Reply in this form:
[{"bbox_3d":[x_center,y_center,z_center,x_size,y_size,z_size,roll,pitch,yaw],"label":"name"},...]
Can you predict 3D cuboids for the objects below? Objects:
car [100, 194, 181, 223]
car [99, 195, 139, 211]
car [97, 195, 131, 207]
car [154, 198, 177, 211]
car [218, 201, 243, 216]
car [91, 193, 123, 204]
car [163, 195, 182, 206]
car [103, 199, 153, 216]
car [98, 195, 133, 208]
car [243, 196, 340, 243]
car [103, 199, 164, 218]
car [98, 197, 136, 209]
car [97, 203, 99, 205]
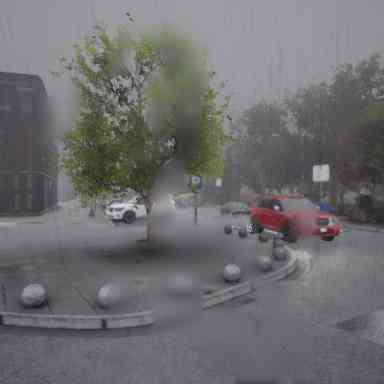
[{"bbox_3d":[-3.781,1.236,25.811,5.566,2.045,2.435,-1,1,-38],"label":"car"},{"bbox_3d":[-9.379,1.368,42.961,4.553,1.767,2.185,-1,0,-38],"label":"car"},{"bbox_3d":[-12.089,1.373,51.563,4.553,1.767,2.185,-1,1,-38],"label":"car"},{"bbox_3d":[-3.367,1.512,41.679,1.837,1.490,4.892,0,0,-18],"label":"car"},{"bbox_3d":[4.071,1.568,32.409,1.994,1.385,4.181,0,0,-18],"label":"car"},{"bbox_3d":[-16.719,1.274,65.863,5.566,2.045,2.435,-1,0,-38],"label":"car"},{"bbox_3d":[-3.318,1.368,55.061,2.097,1.767,4.553,0,0,-18],"label":"car"},{"bbox_3d":[-6.570,1.530,34.405,4.674,1.452,2.002,-1,0,-38],"label":"car"},{"bbox_3d":[-11.167,1.370,48.707,4.553,1.767,2.185,-1,1,-38],"label":"car"},{"bbox_3d":[4.788,1.222,16.486,2.150,2.045,5.566,0,0,-14],"label":"car"},{"bbox_3d":[-5.486,1.483,31.664,5.366,1.575,1.946,-1,0,-38],"label":"car"},{"bbox_3d":[-10.273,1.534,45.834,4.674,1.452,2.002,-1,0,-38],"label":"car"},{"bbox_3d":[-8.413,1.491,40.117,5.008,1.535,2.097,-1,1,-38],"label":"car"}]
